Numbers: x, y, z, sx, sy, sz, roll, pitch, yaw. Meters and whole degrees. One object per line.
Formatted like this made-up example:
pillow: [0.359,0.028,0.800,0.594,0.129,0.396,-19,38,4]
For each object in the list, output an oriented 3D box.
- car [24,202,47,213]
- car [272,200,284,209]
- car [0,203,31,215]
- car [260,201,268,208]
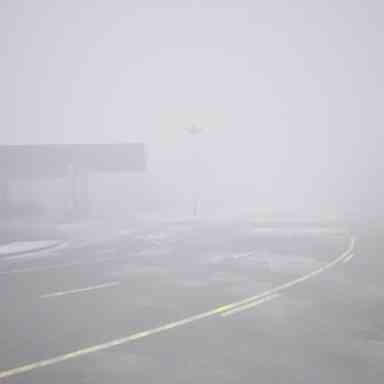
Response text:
car: [-27.156,2.738,56.960,4.611,1.667,2.242,0,-1,12]
car: [21.336,3.079,81.551,2.150,2.045,5.566,0,-1,12]
car: [-27.569,2.764,51.177,3.806,1.475,1.970,0,-1,12]
car: [19.460,3.574,89.630,1.812,1.442,4.674,0,-1,12]
